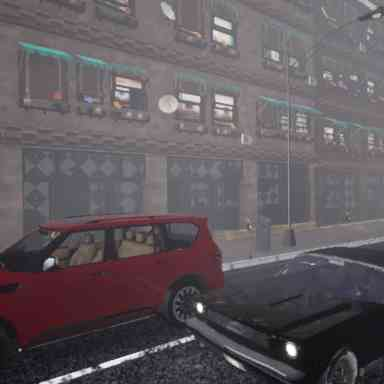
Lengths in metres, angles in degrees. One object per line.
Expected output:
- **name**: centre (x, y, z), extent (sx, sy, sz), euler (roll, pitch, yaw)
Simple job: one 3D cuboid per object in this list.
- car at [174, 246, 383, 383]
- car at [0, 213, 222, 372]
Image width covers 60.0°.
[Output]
- **car**: centre (2.258, 1.599, 5.034), extent (4.718, 1.301, 1.895), euler (0, 0, -36)
- **car**: centre (-1.717, 1.314, 5.378), extent (5.009, 1.841, 2.192), euler (0, -1, -36)
